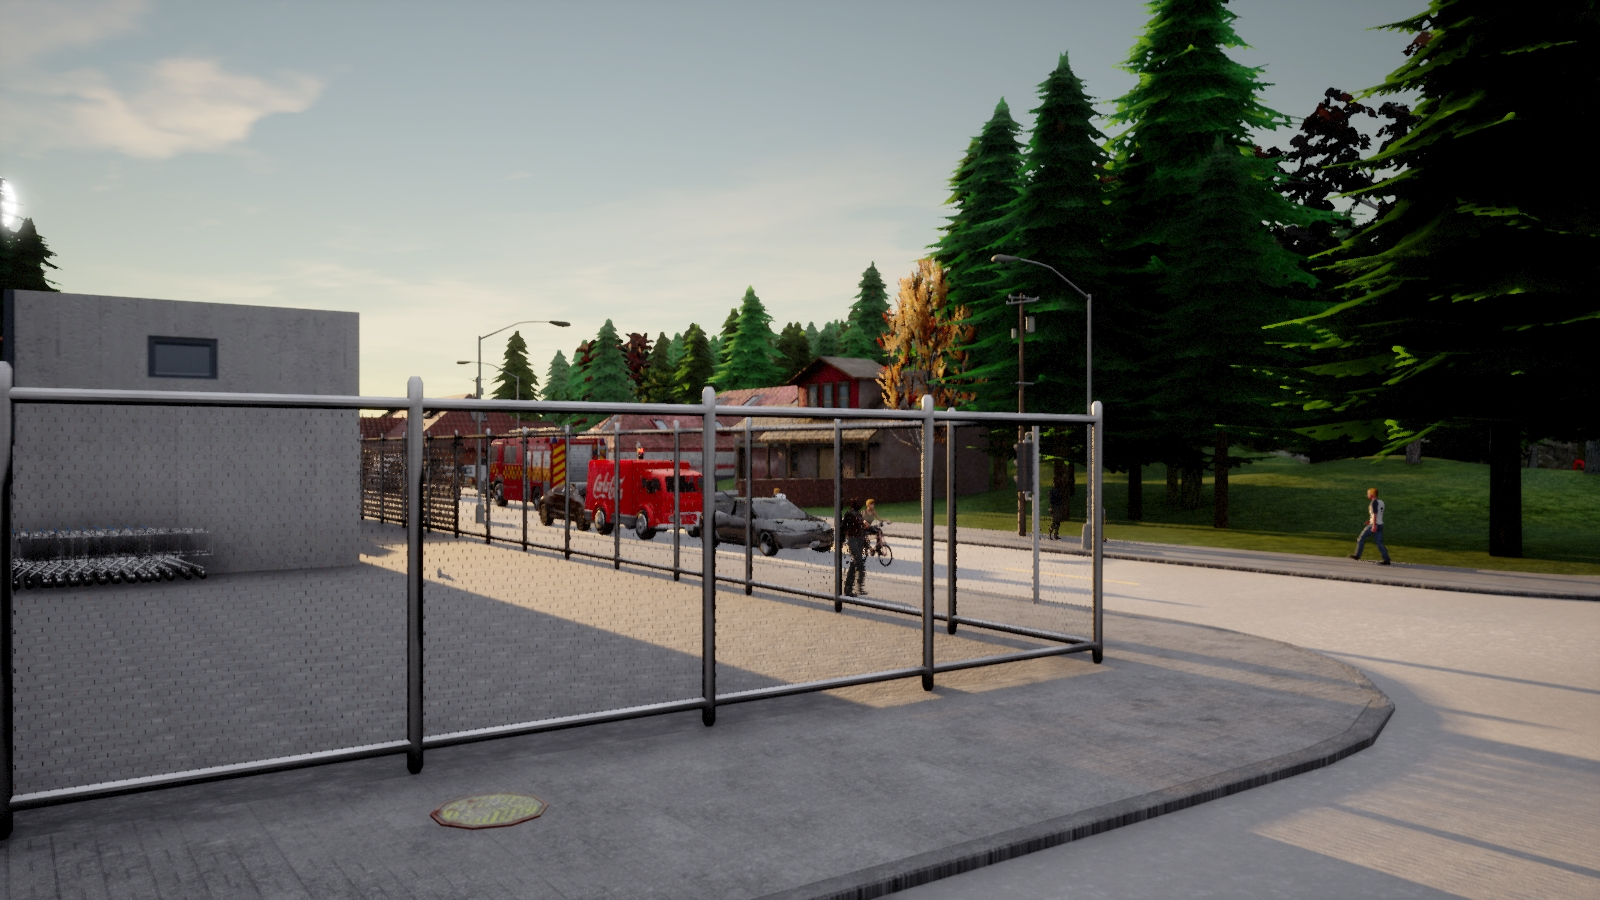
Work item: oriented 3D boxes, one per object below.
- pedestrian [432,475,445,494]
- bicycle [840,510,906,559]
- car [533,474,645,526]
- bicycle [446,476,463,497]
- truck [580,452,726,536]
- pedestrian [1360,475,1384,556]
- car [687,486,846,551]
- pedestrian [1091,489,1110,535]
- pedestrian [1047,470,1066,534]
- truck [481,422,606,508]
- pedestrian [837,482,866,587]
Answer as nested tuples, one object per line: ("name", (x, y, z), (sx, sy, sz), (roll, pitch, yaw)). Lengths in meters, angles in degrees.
("pedestrian", (-21.173, 2.005, 66.948), (0.500, 1.100, 0.500), (0, 0, 27))
("bicycle", (1.773, 2.033, 27.810), (0.859, 1.080, 1.487), (0, 0, -35))
("car", (-7.756, 1.772, 41.538), (2.152, 1.651, 5.027), (0, 0, -34))
("bicycle", (-19.316, 2.033, 63.874), (0.859, 1.080, 1.487), (0, 0, -19))
("truck", (-4.910, 1.336, 37.383), (2.627, 2.467, 5.204), (0, 0, -35))
("pedestrian", (13.388, 1.520, 26.734), (0.375, 1.860, 0.375), (0, 0, -38))
("car", (-1.029, 1.840, 31.812), (2.163, 1.488, 4.792), (0, 0, -35))
("pedestrian", (8.727, 1.801, 33.224), (0.375, 1.300, 0.375), (0, 0, -34))
("pedestrian", (7.573, 1.520, 33.742), (0.375, 1.860, 0.375), (0, 0, -39))
("truck", (-12.545, 0.667, 55.259), (2.891, 3.827, 8.468), (0, 0, -35))
("pedestrian", (0.931, 1.514, 20.590), (0.375, 1.860, 0.375), (0, 0, 39))
